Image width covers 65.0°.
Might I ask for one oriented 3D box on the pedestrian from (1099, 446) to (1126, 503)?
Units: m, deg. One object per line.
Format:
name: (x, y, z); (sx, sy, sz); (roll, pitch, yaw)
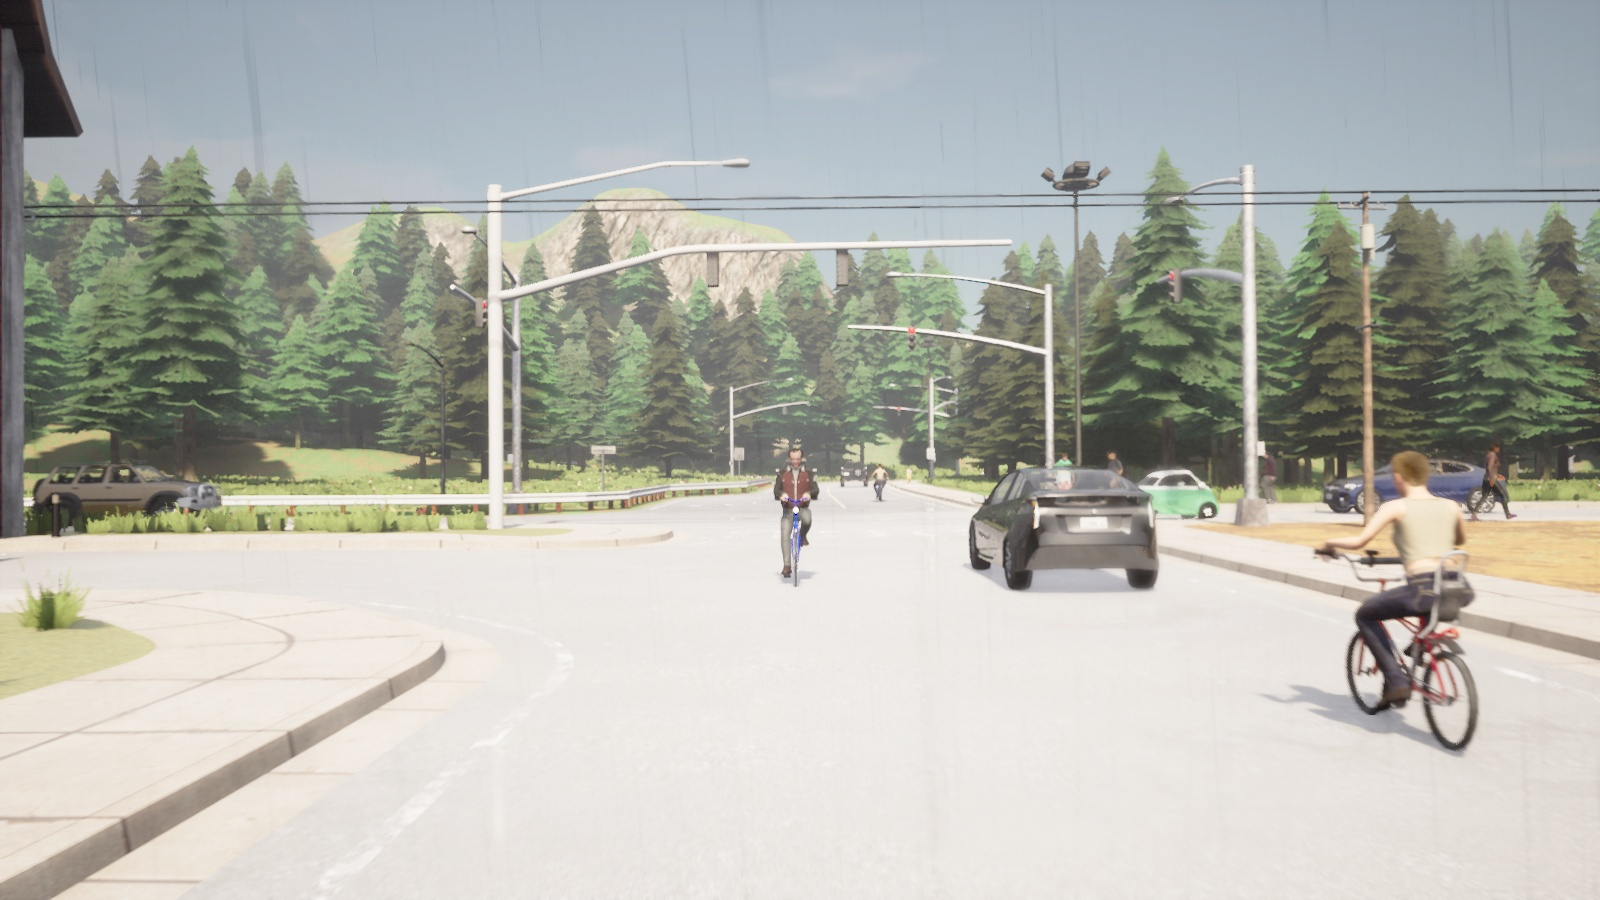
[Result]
pedestrian: (10.251, 0.800, 41.193); (0.694, 1.848, 0.540); (-1, -1, -5)

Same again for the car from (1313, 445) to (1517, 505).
car: (18.353, 0.744, 37.652); (5.027, 1.651, 2.152); (-1, -1, 1)

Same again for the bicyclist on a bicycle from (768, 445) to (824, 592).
bicyclist on a bicycle: (-0.052, 0.853, 16.267); (0.659, 1.776, 1.843); (-1, -1, 0)

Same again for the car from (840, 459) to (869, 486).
car: (3.833, 1.595, 89.042); (1.932, 1.855, 4.605); (-1, -1, 2)

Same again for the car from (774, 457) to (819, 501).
car: (-0.155, 1.288, 56.391); (1.932, 1.855, 4.605); (-1, -1, 0)

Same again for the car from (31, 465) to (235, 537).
car: (-18.366, 1.376, 34.717); (4.605, 1.855, 1.932); (-1, -1, 1)

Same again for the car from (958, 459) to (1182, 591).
car: (3.448, 0.898, 16.957); (2.007, 1.525, 4.514); (-1, -1, 0)

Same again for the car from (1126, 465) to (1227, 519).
car: (10.175, 1.119, 34.027); (2.207, 1.376, 1.481); (-1, -1, -5)

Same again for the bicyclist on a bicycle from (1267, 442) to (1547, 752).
bicyclist on a bicycle: (3.475, 0.780, 7.363); (0.866, 1.612, 1.509); (-1, -1, 0)

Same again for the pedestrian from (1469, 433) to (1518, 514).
pedestrian: (15.820, 0.537, 28.658); (0.869, 1.805, 0.328); (-1, -1, 4)

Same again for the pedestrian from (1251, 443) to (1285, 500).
pedestrian: (15.527, 0.715, 41.667); (0.899, 1.844, 0.634); (-1, -1, 10)
